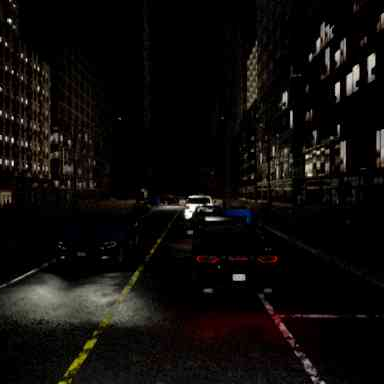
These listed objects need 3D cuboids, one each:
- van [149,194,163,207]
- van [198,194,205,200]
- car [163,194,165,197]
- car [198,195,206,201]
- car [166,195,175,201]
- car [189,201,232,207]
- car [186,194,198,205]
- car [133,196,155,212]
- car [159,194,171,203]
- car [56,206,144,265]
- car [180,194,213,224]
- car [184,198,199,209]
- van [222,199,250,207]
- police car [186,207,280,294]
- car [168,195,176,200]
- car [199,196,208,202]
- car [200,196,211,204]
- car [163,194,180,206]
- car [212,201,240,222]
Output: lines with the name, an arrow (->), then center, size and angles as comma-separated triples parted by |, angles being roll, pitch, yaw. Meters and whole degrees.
van -> -5.716, 1.341, 49.425 | 1.690, 1.788, 3.998 | 0, 0, 0
van -> 2.643, 1.344, 94.771 | 1.690, 1.788, 3.998 | 0, 0, 0
car -> -5.721, 1.551, 60.761 | 2.008, 1.369, 4.403 | 0, 0, 0
car -> 2.645, 1.548, 89.104 | 1.887, 1.381, 4.507 | 0, 0, 0
car -> -5.735, 1.548, 89.101 | 1.887, 1.381, 4.507 | 0, 0, 0
car -> 0.891, 1.477, 18.820 | 1.882, 1.535, 5.008 | 0, 0, 0
car -> -0.029, 1.352, 60.147 | 2.097, 1.767, 4.553 | 0, 0, 0
car -> -5.710, 1.524, 37.919 | 1.752, 1.417, 4.829 | 0, 0, 0
car -> -5.727, 1.317, 72.097 | 2.192, 1.841, 5.009 | 0, 0, 0
car -> -3.106, 1.476, 11.843 | 1.882, 1.535, 5.008 | 0, 0, 0
car -> 0.648, 1.222, 24.929 | 2.150, 2.045, 5.566 | 0, 0, 4
car -> -0.004, 1.563, 46.216 | 1.994, 1.385, 4.181 | 0, 0, 0
van -> 2.678, 1.340, 21.088 | 1.690, 1.788, 3.998 | 0, 0, 0
police car -> 0.896, 1.424, 8.930 | 1.930, 1.638, 5.238 | 0, 0, 0
car -> -5.738, 1.569, 94.769 | 1.947, 1.339, 4.313 | 0, 0, 0
car -> 2.651, 1.547, 77.768 | 1.887, 1.381, 4.507 | 0, 0, 0
car -> 2.657, 1.552, 66.432 | 2.008, 1.369, 4.403 | 0, 0, 0
car -> -3.116, 1.492, 54.936 | 2.128, 1.511, 4.902 | 0, 0, 0
car -> 2.676, 1.524, 26.925 | 1.752, 1.417, 4.829 | 0, 0, 0
